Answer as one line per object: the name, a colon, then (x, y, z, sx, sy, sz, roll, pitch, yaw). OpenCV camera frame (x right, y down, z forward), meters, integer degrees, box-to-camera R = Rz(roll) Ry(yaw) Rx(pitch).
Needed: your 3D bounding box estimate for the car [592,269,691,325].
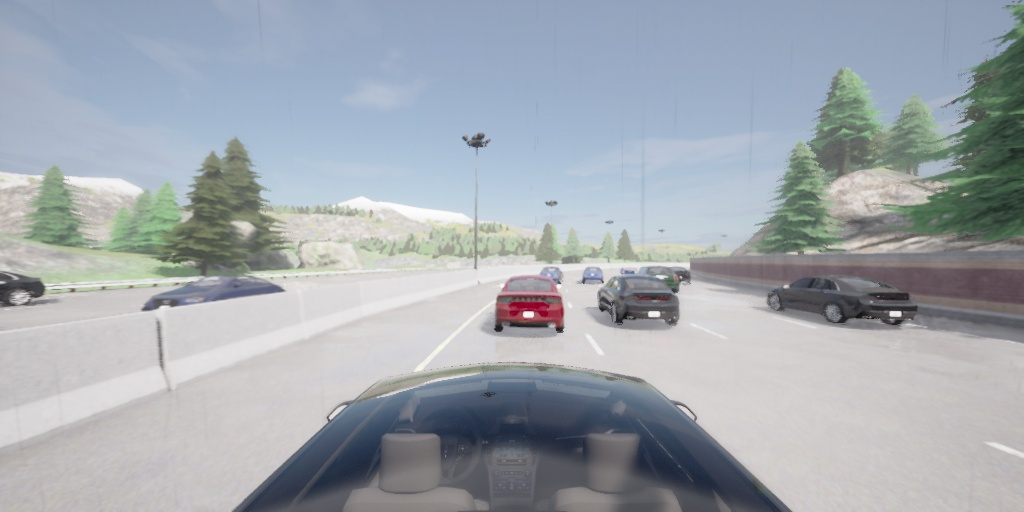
car: (4.185, 1.394, 12.467, 1.837, 1.490, 4.892, 0, 0, 5)

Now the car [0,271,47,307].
car: (-20.541, 1.231, 12.911, 1.837, 1.490, 4.892, 0, -1, 5)

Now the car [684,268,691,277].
car: (14.447, 1.633, 31.979, 1.882, 1.535, 5.008, 0, -1, 13)

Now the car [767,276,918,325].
car: (11.215, 1.442, 12.698, 1.837, 1.490, 4.892, 0, -1, 5)

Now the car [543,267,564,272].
car: (3.414, 1.619, 31.030, 2.033, 1.411, 5.357, 0, -1, 12)

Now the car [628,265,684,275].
car: (9.078, 1.380, 23.027, 2.097, 1.767, 4.553, 0, -1, 9)

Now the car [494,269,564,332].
car: (0.577, 1.330, 11.393, 1.882, 1.535, 5.008, 0, -1, 4)

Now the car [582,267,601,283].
car: (7.339, 1.661, 32.480, 2.033, 1.411, 5.357, 0, -1, 13)

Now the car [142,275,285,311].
car: (-10.046, 1.357, 12.542, 1.994, 1.385, 4.181, 0, -1, 5)

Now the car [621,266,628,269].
car: (13.360, 1.842, 41.080, 1.895, 1.301, 4.718, 0, -1, 17)
